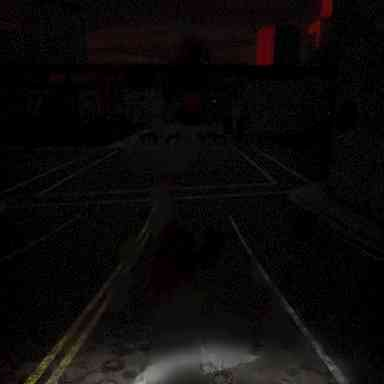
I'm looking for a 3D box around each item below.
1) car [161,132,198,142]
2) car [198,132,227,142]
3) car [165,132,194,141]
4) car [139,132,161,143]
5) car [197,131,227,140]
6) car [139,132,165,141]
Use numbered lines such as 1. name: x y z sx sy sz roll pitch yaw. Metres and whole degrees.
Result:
1. car: -2.018 -9.072 54.949 4.974 1.542 2.038 -10 17 -35
2. car: 3.355 -9.249 55.679 4.974 1.542 2.038 8 16 28
3. car: -1.976 -9.232 54.942 4.536 1.218 1.853 -10 17 -35
4. car: -6.626 -9.078 54.970 4.974 1.542 2.038 13 19 42
5. car: 3.309 -9.408 55.666 4.536 1.218 1.853 8 16 28
6. car: -6.663 -9.239 54.968 4.536 1.218 1.853 13 19 42
